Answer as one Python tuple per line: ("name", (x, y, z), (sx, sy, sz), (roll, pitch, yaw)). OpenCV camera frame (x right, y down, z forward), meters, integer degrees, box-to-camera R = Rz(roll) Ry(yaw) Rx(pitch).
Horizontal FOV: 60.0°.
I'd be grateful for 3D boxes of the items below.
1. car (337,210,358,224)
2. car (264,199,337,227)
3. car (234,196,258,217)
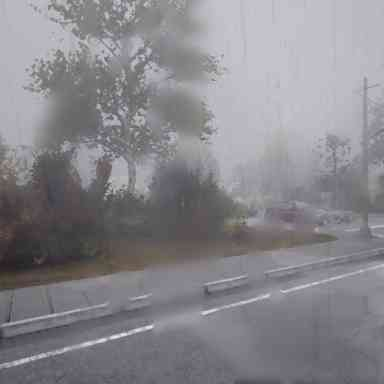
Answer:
("car", (10.182, 1.675, 25.840), (1.895, 1.301, 4.718), (0, -1, -39))
("car", (7.389, 1.426, 23.637), (2.097, 1.767, 4.553), (0, -1, -38))
("car", (3.944, 1.430, 33.373), (2.150, 2.045, 5.566), (0, -1, -41))
